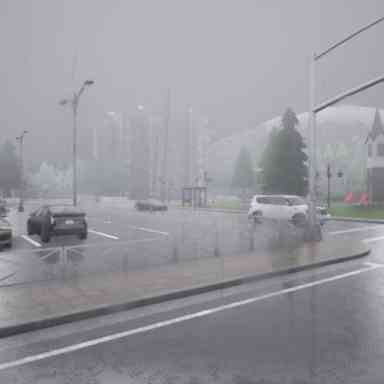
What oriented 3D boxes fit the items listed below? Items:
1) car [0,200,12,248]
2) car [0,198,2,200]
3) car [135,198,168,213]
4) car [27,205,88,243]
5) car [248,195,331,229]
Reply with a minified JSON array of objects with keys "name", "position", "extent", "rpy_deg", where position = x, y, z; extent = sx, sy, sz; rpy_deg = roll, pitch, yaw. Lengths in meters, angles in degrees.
[{"name":"car","position":[-8.788,1.330,13.494],"extent":[2.152,1.636,5.027],"rpy_deg":[0,0,-36]},{"name":"car","position":[-21.526,1.372,36.473],"extent":[1.845,1.501,3.633],"rpy_deg":[0,0,-36]},{"name":"car","position":[-4.530,1.470,36.792],"extent":[1.882,1.535,5.008],"rpy_deg":[0,0,-36]},{"name":"car","position":[-6.276,1.338,15.373],"extent":[2.007,1.523,4.514],"rpy_deg":[0,0,-36]},{"name":"car","position":[6.296,1.214,22.175],"extent":[2.150,2.045,5.566],"rpy_deg":[0,0,-38]}]
